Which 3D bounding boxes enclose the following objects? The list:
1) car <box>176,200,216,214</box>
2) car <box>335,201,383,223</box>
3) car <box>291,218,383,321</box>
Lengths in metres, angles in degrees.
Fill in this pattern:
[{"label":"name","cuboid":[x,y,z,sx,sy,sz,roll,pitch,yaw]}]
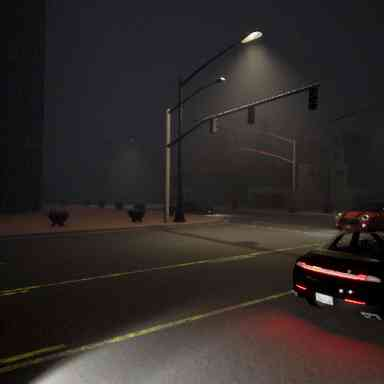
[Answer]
[{"label":"car","cuboid":[0.265,1.624,36.056,2.033,1.411,5.357,1,-1,-35]},{"label":"car","cuboid":[10.741,1.448,20.297,4.553,1.767,2.097,1,0,-36]},{"label":"car","cuboid":[4.098,1.503,6.727,4.902,1.511,2.128,0,0,-35]}]
